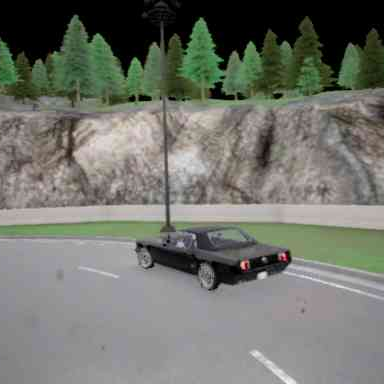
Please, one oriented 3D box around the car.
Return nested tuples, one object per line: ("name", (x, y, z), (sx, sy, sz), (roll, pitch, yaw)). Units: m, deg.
("car", (0.223, 1.581, 9.072), (1.895, 1.301, 4.718), (-2, 0, -36))
